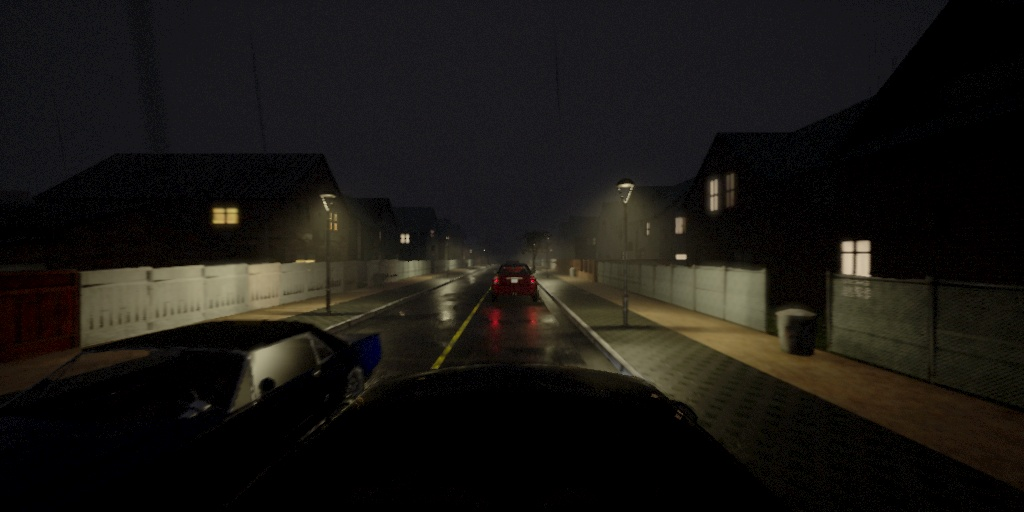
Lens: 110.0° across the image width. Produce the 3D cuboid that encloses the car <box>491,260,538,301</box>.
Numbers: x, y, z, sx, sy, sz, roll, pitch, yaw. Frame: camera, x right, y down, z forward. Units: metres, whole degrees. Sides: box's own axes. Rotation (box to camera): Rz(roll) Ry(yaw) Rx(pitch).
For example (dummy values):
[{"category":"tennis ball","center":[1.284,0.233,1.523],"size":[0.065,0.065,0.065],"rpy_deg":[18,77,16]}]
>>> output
[{"category":"car","center":[0.106,1.112,17.638],"size":[2.097,1.767,4.553],"rpy_deg":[0,0,0]}]

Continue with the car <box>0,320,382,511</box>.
[{"category":"car","center":[-2.849,1.351,3.075],"size":[1.895,1.301,4.718],"rpy_deg":[0,0,0]}]
